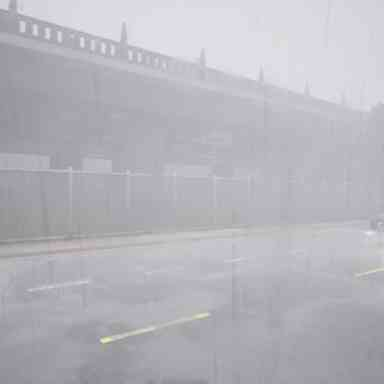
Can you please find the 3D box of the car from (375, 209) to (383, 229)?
[{"bbox_3d":[11.549,1.682,16.533,4.902,1.511,2.128,1,0,-36],"label":"car"}]

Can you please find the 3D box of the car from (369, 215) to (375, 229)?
[{"bbox_3d":[13.884,1.750,22.499,4.892,1.490,1.837,1,0,-36],"label":"car"}]
